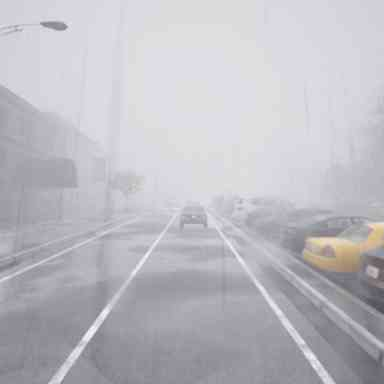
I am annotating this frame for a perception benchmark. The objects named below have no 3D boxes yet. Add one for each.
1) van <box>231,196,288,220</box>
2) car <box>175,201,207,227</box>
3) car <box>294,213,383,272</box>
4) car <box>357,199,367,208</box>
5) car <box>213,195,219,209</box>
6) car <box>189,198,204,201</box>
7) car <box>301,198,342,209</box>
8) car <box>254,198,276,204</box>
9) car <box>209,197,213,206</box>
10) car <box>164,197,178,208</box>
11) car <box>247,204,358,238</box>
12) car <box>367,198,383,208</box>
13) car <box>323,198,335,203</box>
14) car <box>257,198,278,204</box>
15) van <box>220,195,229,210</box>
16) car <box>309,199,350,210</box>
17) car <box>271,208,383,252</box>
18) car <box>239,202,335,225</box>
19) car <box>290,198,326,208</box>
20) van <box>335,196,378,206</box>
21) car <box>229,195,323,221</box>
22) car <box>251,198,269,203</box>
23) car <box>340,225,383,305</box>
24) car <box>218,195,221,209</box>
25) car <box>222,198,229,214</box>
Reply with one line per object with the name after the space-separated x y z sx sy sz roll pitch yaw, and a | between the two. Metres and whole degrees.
5.723 1.343 28.568 4.442 1.987 1.878 0 0 0 | van
0.104 1.622 23.379 2.033 1.411 5.357 0 0 0 | car
5.815 1.486 8.947 5.366 1.575 1.946 0 0 0 | car
18.682 1.623 31.465 4.674 1.452 2.002 0 0 0 | car
5.629 1.377 39.780 5.566 2.045 2.435 0 0 0 | car
0.107 1.740 42.749 1.994 1.385 4.181 0 0 0 | car
18.689 1.694 48.173 5.008 1.535 2.097 0 -1 0 | car
18.722 2.212 85.372 5.008 1.535 2.097 0 -1 0 | car
5.632 1.443 48.190 5.566 2.045 2.435 0 -1 0 | car
-3.310 1.647 54.254 2.097 1.767 4.553 0 -1 0 | car
5.591 1.544 17.354 4.792 1.488 2.163 0 0 0 | car
18.501 1.566 28.680 5.366 1.575 1.946 0 0 0 | car
18.649 1.502 39.819 4.553 1.767 2.185 0 0 0 | car
18.711 2.206 82.223 4.674 1.452 2.002 0 -1 0 | car
5.486 1.371 34.174 4.442 1.987 1.878 0 0 0 | van
18.684 1.709 45.386 4.674 1.452 2.002 0 -1 0 | car
5.621 1.495 11.747 5.008 1.535 2.097 0 0 0 | car
5.612 1.527 20.152 4.892 1.521 2.231 0 0 0 | car
18.683 1.755 53.741 5.008 1.535 2.097 0 -1 0 | car
18.797 1.385 37.039 4.442 1.987 1.878 0 0 0 | van
5.642 1.289 22.961 5.566 2.045 2.435 0 0 0 | car
18.719 2.348 91.920 4.674 1.452 2.002 0 -1 0 | car
5.663 1.513 6.143 4.792 1.488 2.163 0 0 0 | car
5.569 1.485 36.978 4.553 1.767 2.185 0 0 0 | car
5.598 1.584 31.369 4.892 1.521 2.231 0 0 0 | car
